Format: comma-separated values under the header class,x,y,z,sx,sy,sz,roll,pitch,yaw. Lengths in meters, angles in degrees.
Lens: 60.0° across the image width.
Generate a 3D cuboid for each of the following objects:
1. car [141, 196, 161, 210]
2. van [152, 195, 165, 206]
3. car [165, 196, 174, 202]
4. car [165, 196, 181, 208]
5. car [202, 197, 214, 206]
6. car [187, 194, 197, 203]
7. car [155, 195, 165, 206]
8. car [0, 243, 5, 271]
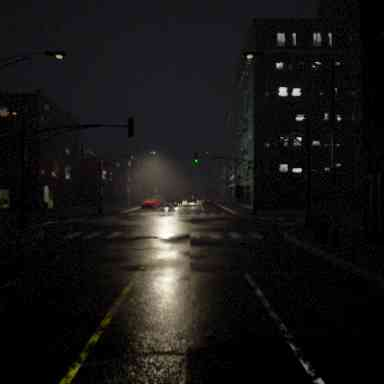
class,x,y,z,sx,sy,sz,roll,pitch,yaw
car,-5.752,1.613,44.839,1.887,1.381,4.507,1,0,0
van,-5.672,1.426,56.208,1.690,1.788,3.998,1,0,0
car,-5.676,1.711,84.641,1.802,1.307,4.206,1,0,0
car,-3.071,1.583,50.920,1.837,1.490,4.892,0,0,0
car,2.706,1.525,56.269,1.967,1.590,4.097,1,0,0
car,0.001,1.642,72.509,2.033,1.411,5.357,0,0,0
car,-5.676,1.622,50.521,1.887,1.381,4.507,1,0,0
car,-5.676,1.562,6.883,2.008,1.369,4.403,1,0,0
